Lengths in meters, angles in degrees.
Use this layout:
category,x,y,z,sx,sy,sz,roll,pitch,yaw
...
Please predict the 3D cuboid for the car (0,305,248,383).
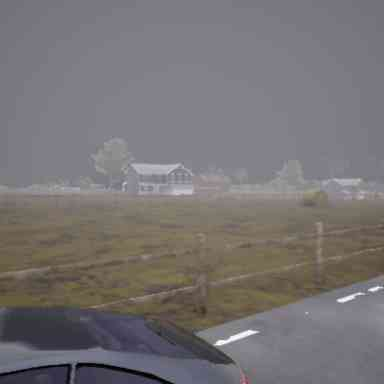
category,x,y,z,sx,sy,sz,roll,pitch,yaw
car,-1.546,1.565,1.969,4.181,1.385,1.994,0,0,-35
